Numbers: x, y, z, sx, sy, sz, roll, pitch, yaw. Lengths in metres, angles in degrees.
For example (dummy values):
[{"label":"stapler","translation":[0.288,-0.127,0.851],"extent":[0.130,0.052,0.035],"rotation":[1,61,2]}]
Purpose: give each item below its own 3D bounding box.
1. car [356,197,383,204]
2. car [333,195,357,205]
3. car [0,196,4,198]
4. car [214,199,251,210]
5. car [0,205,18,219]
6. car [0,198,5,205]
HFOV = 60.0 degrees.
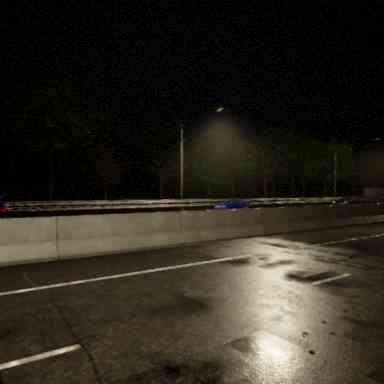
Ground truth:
[{"label":"car","translation":[23.047,1.569,41.853],"extent":[4.181,1.385,1.994],"rotation":[0,0,-35]},{"label":"car","translation":[20.907,1.356,44.623],"extent":[4.553,1.767,2.097],"rotation":[0,0,-35]},{"label":"car","translation":[-14.033,1.223,19.778],"extent":[5.566,2.045,2.150],"rotation":[0,0,-35]},{"label":"car","translation":[4.618,1.526,37.348],"extent":[4.674,1.442,1.812],"rotation":[0,0,-35]},{"label":"car","translation":[-10.010,1.506,14.048],"extent":[4.892,1.490,1.837],"rotation":[0,0,-35]},{"label":"car","translation":[-12.068,1.353,16.879],"extent":[4.553,1.767,2.097],"rotation":[0,0,-35]}]
